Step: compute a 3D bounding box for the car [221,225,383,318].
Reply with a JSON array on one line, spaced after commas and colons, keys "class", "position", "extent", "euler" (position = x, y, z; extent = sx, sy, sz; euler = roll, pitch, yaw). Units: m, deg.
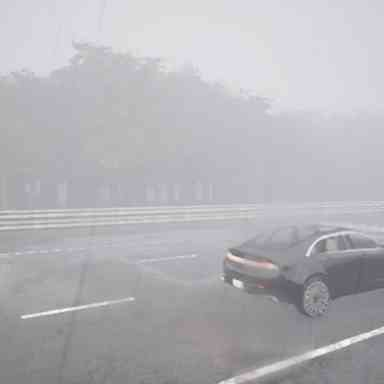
[{"class": "car", "position": [2.961, 1.483, 7.334], "extent": [4.902, 1.511, 2.128], "euler": [0, 0, -29]}]
